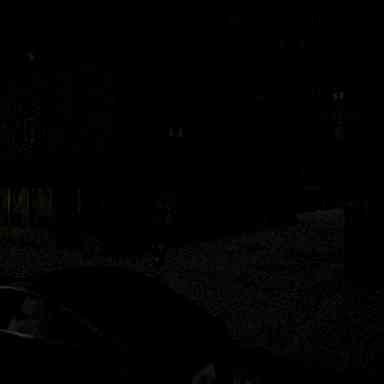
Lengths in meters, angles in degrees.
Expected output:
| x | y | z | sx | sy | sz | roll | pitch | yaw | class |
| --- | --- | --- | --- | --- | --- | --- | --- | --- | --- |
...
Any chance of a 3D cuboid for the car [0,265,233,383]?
| x | y | z | sx | sy | sz | roll | pitch | yaw | class |
| --- | --- | --- | --- | --- | --- | --- | --- | --- | --- |
| -1.595 | 1.577 | 3.948 | 4.313 | 1.339 | 1.947 | 0 | 0 | 36 | car |
